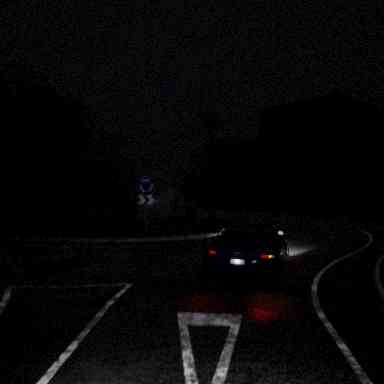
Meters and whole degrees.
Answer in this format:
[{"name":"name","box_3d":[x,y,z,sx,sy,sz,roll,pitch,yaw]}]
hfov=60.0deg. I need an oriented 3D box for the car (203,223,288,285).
[{"name":"car","box_3d":[1.744,1.625,9.983,1.994,1.385,4.181,1,1,18]}]
